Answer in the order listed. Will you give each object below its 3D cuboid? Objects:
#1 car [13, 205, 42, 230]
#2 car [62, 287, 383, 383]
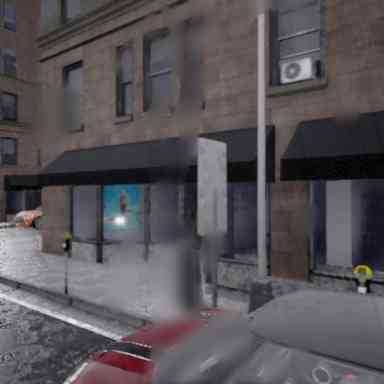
[{"bbox_3d":[-9.643,1.511,22.753,2.097,1.767,4.553,0,0,36],"label":"car"},{"bbox_3d":[0.839,1.442,2.210,4.097,1.590,1.967,0,0,36],"label":"car"}]
